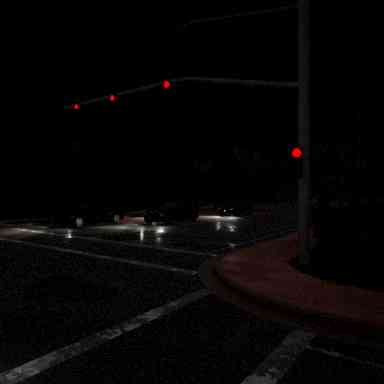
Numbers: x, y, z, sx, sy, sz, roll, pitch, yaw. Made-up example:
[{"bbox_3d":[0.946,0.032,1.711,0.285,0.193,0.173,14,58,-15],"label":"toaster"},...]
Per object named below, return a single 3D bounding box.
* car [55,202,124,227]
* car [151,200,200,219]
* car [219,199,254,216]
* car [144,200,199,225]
[{"bbox_3d":[-6.940,1.478,22.956,1.882,1.535,5.008,0,0,36],"label":"car"},{"bbox_3d":[-1.409,1.505,30.671,1.837,1.490,4.892,0,0,36],"label":"car"},{"bbox_3d":[4.436,1.505,32.786,1.837,1.490,4.892,0,0,36],"label":"car"},{"bbox_3d":[-1.424,1.478,24.647,1.882,1.535,5.008,0,0,36],"label":"car"}]
